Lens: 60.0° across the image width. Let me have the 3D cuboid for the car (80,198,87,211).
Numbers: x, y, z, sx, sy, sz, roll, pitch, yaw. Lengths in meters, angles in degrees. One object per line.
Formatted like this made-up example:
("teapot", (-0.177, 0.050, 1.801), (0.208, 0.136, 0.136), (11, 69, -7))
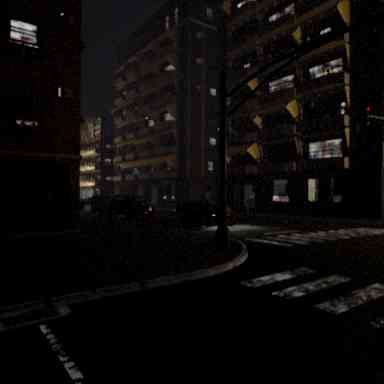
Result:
("car", (-14.413, 1.235, 39.664), (2.192, 1.841, 5.009), (0, 0, -35))

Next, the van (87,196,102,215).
("van", (-7.967, 1.222, 30.565), (1.690, 1.788, 3.998), (0, 0, -35))

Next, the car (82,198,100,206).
("car", (-17.655, 1.639, 57.868), (1.802, 1.307, 4.206), (0, 0, -35))

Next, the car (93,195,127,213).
("car", (-9.089, 1.273, 36.431), (2.097, 1.767, 4.553), (1, -1, -35))

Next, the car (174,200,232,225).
("car", (0.565, 1.371, 22.792), (1.837, 1.490, 4.892), (1, -1, -35))

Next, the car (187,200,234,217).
("car", (1.587, 1.459, 30.711), (1.752, 1.417, 4.829), (0, 0, -35))

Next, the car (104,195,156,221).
("car", (-4.743, 1.177, 26.016), (2.192, 1.841, 5.009), (0, 0, -35))
